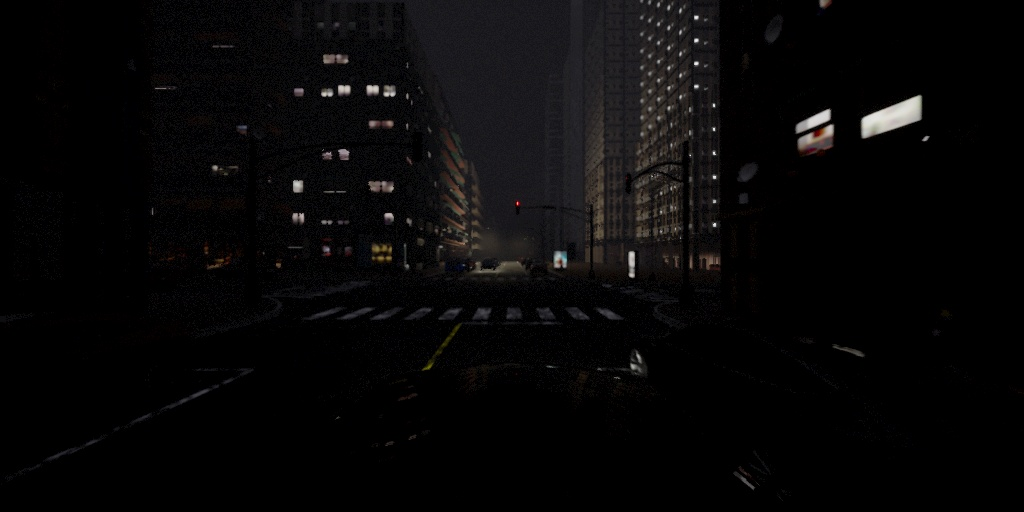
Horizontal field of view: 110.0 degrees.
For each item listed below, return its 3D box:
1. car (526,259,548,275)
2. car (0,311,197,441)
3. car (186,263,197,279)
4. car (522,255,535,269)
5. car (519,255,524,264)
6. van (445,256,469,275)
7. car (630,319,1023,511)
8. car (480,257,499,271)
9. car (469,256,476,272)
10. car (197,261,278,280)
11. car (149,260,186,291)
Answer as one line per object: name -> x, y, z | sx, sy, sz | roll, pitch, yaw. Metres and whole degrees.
car -> 2.681, 1.200, 36.234 | 1.802, 1.307, 4.207 | 0, 0, 0
car -> -5.690, 1.323, 3.838 | 1.802, 1.307, 4.207 | 0, 0, 0
car -> -24.371, 0.942, 25.012 | 4.207, 1.307, 1.802 | 0, 0, 0
car -> 2.677, 1.018, 47.290 | 1.967, 1.591, 4.097 | 0, 0, 0
car -> 2.672, 0.962, 63.872 | 1.967, 1.591, 4.097 | 0, 0, 0
van -> -5.700, 0.959, 36.232 | 1.690, 1.789, 3.998 | 0, 0, 0
car -> 2.691, 1.307, 3.829 | 1.948, 1.339, 4.313 | 0, 0, 0
car -> -3.014, 1.070, 46.481 | 1.882, 1.535, 5.008 | 0, 0, 0
car -> -5.702, 0.913, 41.760 | 2.192, 1.841, 5.009 | 0, 0, 0
car -> -18.801, 1.007, 25.054 | 4.313, 1.339, 1.948 | 0, 0, 0
car -> -18.777, 0.721, 16.673 | 5.009, 1.841, 2.192 | 0, 0, 0
